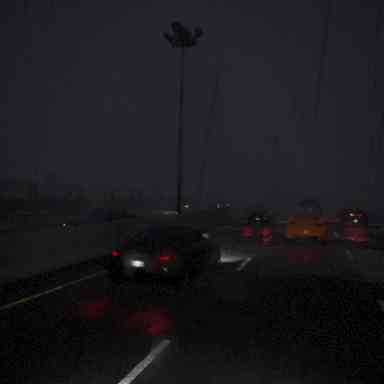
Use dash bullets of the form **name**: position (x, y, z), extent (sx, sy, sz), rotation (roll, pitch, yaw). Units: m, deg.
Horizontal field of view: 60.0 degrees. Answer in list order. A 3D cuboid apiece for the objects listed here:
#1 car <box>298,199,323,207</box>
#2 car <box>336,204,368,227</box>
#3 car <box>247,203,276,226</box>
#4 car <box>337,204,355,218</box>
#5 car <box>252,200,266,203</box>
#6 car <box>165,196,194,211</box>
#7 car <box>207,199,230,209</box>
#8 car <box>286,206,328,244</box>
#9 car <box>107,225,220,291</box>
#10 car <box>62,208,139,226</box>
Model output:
- **car**: position (11.844, 1.729, 33.388), extent (2.150, 2.045, 5.566), rotation (1, 0, 21)
- **car**: position (13.504, 2.005, 27.990), extent (1.837, 1.490, 4.892), rotation (1, 0, 20)
- **car**: position (5.644, 1.856, 26.771), extent (1.812, 1.442, 4.674), rotation (1, 0, 20)
- **car**: position (18.091, 2.193, 39.008), extent (1.812, 1.442, 4.674), rotation (1, 0, 27)
- **car**: position (11.050, 2.161, 55.324), extent (2.128, 1.511, 4.902), rotation (1, -1, 33)
- **car**: position (-1.661, 1.570, 46.724), extent (2.150, 2.045, 5.566), rotation (1, -1, 25)
- **car**: position (4.000, 1.842, 50.114), extent (2.097, 1.767, 4.553), rotation (1, -1, 28)
- **car**: position (6.098, 1.744, 17.660), extent (1.882, 1.535, 5.008), rotation (1, -1, 20)
- **car**: position (-0.567, 1.629, 9.439), extent (1.994, 1.385, 4.181), rotation (1, 0, 20)
- **car**: position (-4.875, 1.599, 18.754), extent (2.033, 1.411, 5.357), rotation (1, 0, 20)
